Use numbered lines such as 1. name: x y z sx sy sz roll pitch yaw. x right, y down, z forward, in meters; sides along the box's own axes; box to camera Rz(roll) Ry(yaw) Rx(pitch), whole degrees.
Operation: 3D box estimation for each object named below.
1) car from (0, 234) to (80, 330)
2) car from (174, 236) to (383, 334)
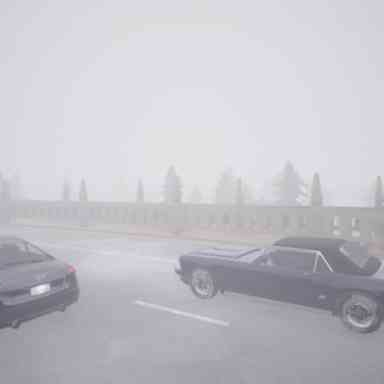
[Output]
1. car: -4.141 1.520 6.367 4.181 1.385 1.994 0 0 31
2. car: 1.981 1.564 6.677 4.718 1.301 1.895 0 0 34
